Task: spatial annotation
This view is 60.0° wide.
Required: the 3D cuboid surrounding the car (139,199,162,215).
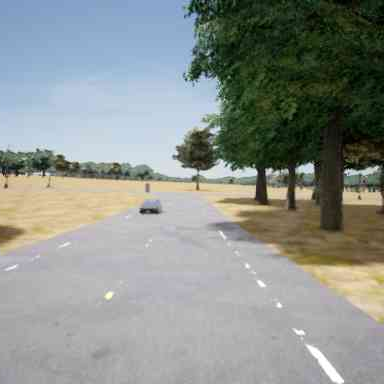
[{"bbox_3d":[-3.929,1.378,32.418,2.033,1.411,5.357,0,1,-1],"label":"car"}]
